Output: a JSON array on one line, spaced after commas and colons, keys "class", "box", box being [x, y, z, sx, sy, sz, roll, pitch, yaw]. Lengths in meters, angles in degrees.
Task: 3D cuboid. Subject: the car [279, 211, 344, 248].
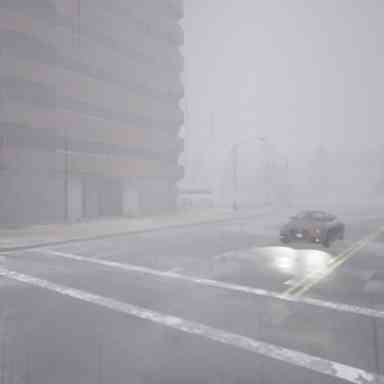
[{"class": "car", "box": [5.493, 1.569, 15.069, 1.994, 1.385, 4.181, 0, 0, 36]}]
